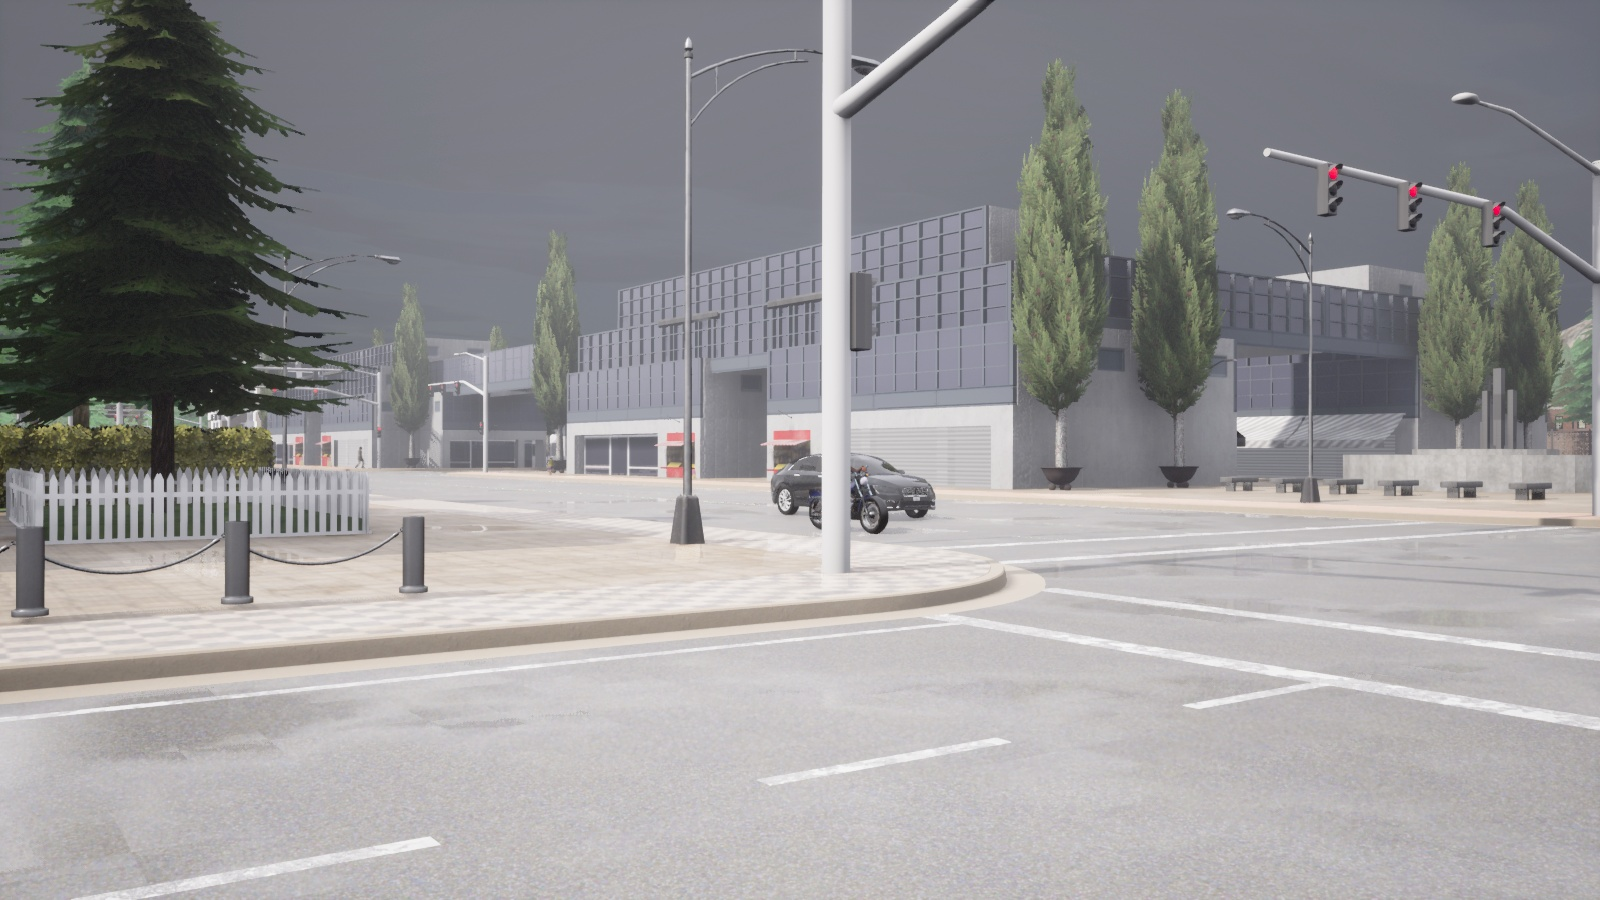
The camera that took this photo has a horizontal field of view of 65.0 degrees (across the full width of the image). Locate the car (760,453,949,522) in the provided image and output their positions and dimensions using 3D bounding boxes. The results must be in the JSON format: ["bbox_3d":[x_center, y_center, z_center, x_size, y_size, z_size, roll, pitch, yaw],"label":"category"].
[{"bbox_3d":[1.174,0.820,29.581,1.837,1.490,4.892,0,0,-35],"label":"car"}]

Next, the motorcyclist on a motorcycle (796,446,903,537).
[{"bbox_3d":[0.901,0.752,23.853,0.766,1.649,2.350,0,0,-35],"label":"motorcyclist on a motorcycle"}]
